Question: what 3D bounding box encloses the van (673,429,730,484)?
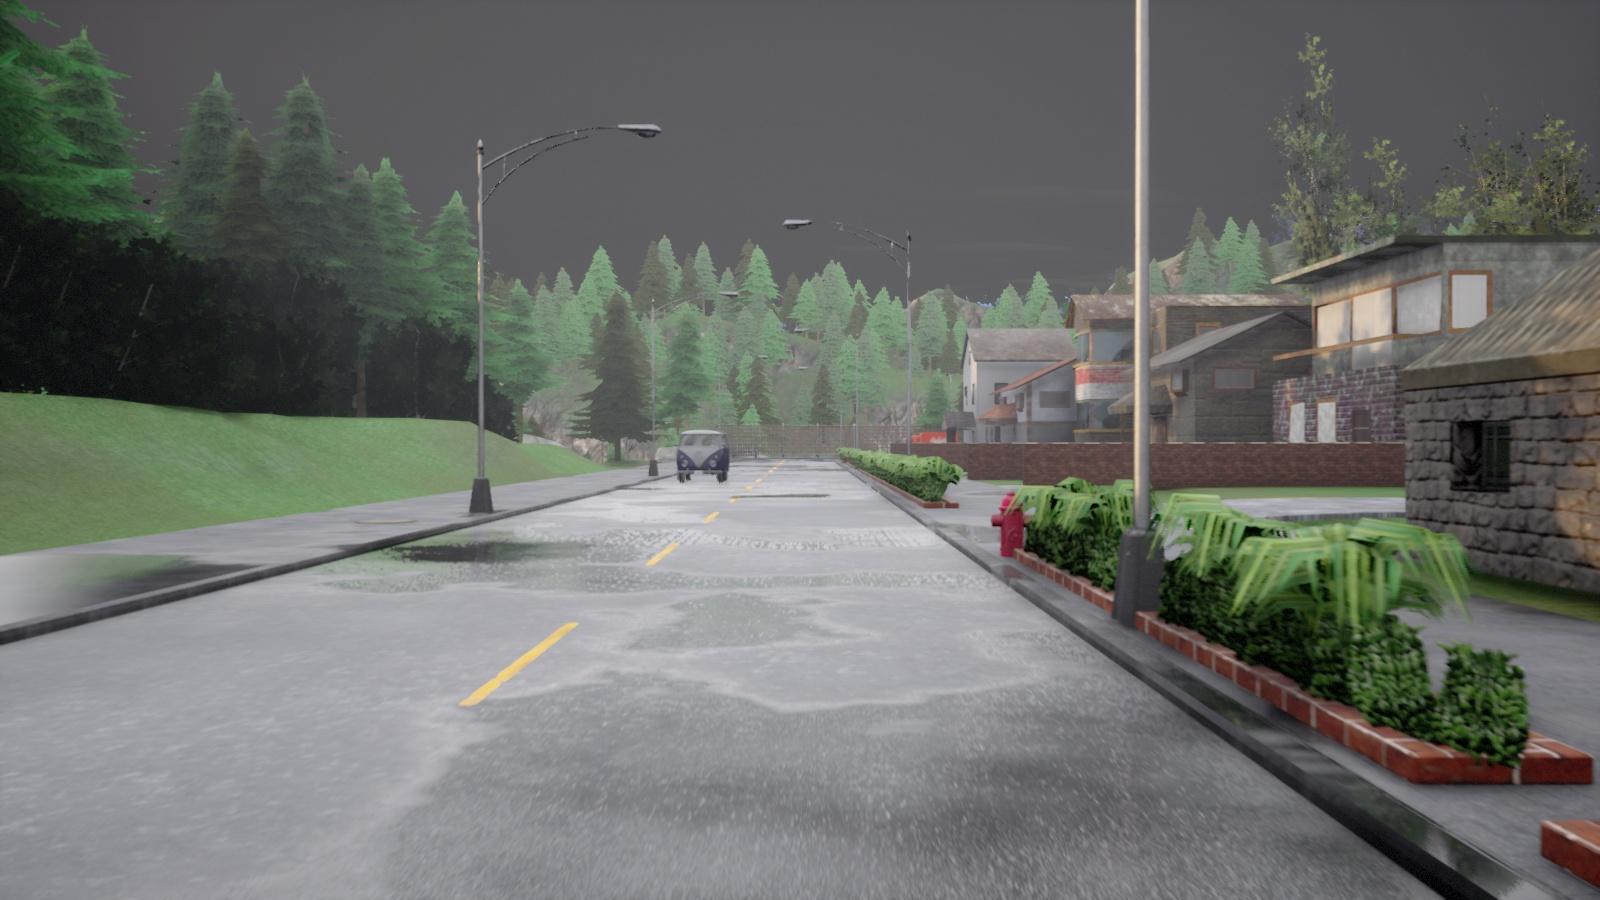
[{"bbox_3d":[-3.695,0.227,47.790,1.775,1.987,4.442,0,0,0],"label":"van"}]
